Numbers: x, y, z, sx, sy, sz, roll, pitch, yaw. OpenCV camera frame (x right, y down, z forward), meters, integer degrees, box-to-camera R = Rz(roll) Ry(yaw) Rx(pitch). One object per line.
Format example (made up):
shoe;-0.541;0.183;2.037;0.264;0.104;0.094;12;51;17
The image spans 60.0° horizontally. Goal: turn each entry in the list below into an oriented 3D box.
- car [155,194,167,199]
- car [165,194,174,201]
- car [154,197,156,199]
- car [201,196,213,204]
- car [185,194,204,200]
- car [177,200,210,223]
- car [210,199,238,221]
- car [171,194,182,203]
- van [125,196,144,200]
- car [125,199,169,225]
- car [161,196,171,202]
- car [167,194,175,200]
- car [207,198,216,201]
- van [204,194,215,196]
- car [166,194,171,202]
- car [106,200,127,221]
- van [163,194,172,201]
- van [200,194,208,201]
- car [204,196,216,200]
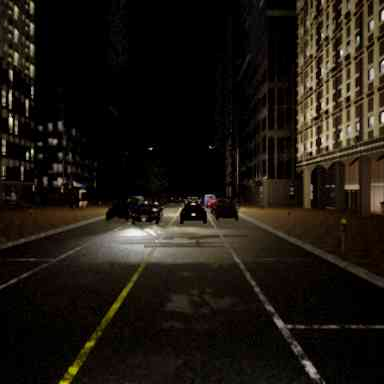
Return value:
car;-5.681;1.526;55.383;1.947;1.339;4.313;0;0;0
car;-5.676;1.358;83.724;1.967;1.590;4.097;0;0;0
car;-5.684;1.548;38.377;1.947;1.339;4.313;0;0;0
car;2.700;1.496;61.050;1.887;1.381;4.507;0;0;0
car;0.107;1.330;41.986;2.097;1.767;4.553;0;0;0
car;0.106;1.554;25.400;1.994;1.385;4.181;0;0;0
car;2.694;1.533;27.038;1.887;1.381;4.507;0;0;0
car;-3.006;1.299;65.462;2.097;1.767;4.553;0;0;0
van;-5.685;1.328;32.708;1.690;1.788;3.998;0;0;0
car;-3.094;1.482;23.792;2.128;1.511;4.902;0;0;0
car;-5.678;1.481;72.386;1.887;1.381;4.507;0;0;0
car;-5.675;1.347;89.392;1.967;1.590;4.097;0;0;0
car;2.695;1.568;32.706;1.802;1.307;4.206;0;0;0
van;2.699;1.308;49.713;1.690;1.788;3.998;0;0;0
car;-5.680;1.267;61.051;2.192;1.841;5.009;0;0;0
car;-5.686;1.555;27.040;1.947;1.339;4.313;0;0;0
van;-5.677;1.269;78.055;1.690;1.788;3.998;0;0;0
van;2.704;1.268;78.054;1.690;1.788;3.998;0;0;0
car;2.698;1.557;44.045;1.802;1.307;4.206;0;0;0
